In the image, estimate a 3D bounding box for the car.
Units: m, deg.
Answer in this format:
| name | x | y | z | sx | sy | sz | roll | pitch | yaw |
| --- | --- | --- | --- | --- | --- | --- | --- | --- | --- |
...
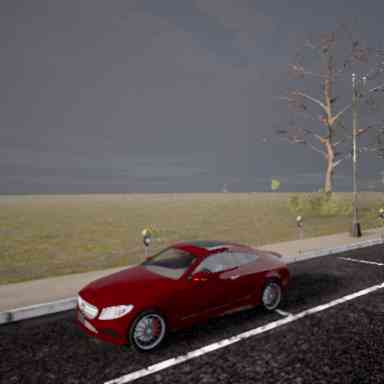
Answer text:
| name | x | y | z | sx | sy | sz | roll | pitch | yaw |
| --- | --- | --- | --- | --- | --- | --- | --- | --- | --- |
| car | 0.070 | 1.598 | 6.134 | 4.206 | 1.307 | 1.802 | -1 | 1 | -36 |
